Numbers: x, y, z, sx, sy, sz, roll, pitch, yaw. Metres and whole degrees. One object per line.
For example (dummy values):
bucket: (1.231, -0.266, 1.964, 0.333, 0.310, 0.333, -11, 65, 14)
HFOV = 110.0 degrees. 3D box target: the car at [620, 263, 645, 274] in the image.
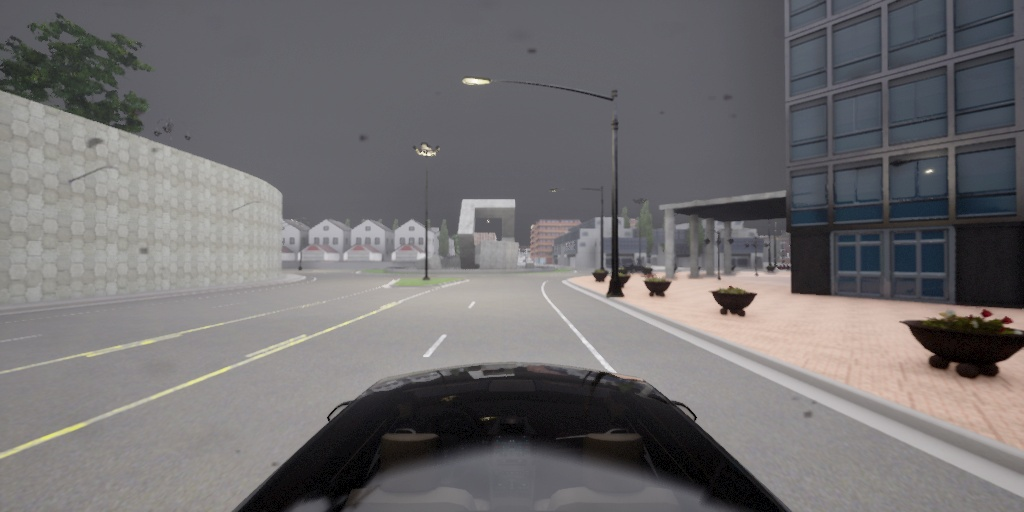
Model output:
car: (17.285, 1.703, 50.937, 4.902, 1.511, 2.128, 0, -1, -39)
